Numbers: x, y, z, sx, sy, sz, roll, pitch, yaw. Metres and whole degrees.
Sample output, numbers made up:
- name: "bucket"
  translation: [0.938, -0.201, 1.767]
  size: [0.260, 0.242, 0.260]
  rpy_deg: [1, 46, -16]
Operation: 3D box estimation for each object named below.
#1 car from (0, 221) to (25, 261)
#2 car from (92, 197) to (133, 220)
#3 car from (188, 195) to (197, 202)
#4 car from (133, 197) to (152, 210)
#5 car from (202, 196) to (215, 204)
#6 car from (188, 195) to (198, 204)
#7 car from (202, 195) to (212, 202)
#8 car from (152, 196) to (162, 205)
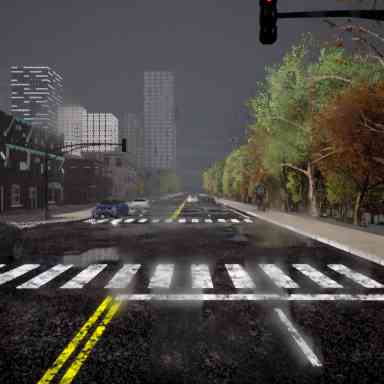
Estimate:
- name: "car"
  translation: [-6.582, 1.525, 9.595]
  size: [1.812, 1.442, 4.674]
  rpy_deg: [0, 0, 0]
- name: "car"
  translation: [-6.860, 1.344, 28.365]
  size: [2.097, 1.767, 4.553]
  rpy_deg: [0, 0, 4]
- name: "car"
  translation: [0.075, 1.447, 74.833]
  size: [1.882, 1.535, 5.008]
  rpy_deg: [0, 0, 0]
- name: "car"
  translation: [-6.563, 1.511, 42.255]
  size: [1.812, 1.442, 4.674]
  rpy_deg: [0, 0, 0]
- name: "car"
  translation: [3.401, 1.523, 63.759]
  size: [2.033, 1.411, 5.357]
  rpy_deg: [0, 0, 0]
- name: "car"
  translation: [0.143, 1.501, 64.639]
  size: [1.812, 1.442, 4.674]
  rpy_deg: [0, 0, 0]
- name: "car"
  translation: [3.317, 1.510, 74.412]
  size: [2.033, 1.411, 5.357]
  rpy_deg: [0, 0, 0]
- name: "car"
  translation: [-6.520, 1.470, 59.501]
  size: [2.128, 1.511, 4.902]
  rpy_deg: [0, 0, 0]
